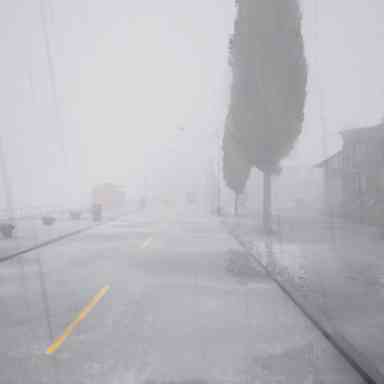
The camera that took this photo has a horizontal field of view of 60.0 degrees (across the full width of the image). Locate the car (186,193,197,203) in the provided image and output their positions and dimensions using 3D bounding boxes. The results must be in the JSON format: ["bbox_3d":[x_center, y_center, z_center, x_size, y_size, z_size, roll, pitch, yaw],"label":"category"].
[{"bbox_3d":[-0.043,1.379,60.399,1.895,1.301,4.718,0,0,0],"label":"car"}]

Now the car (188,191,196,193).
[{"bbox_3d":[-0.050,0.800,70.401,2.150,2.045,5.566,0,0,0],"label":"car"}]

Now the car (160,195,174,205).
[{"bbox_3d":[-4.039,1.306,54.337,1.882,1.535,5.008,0,0,0],"label":"car"}]
